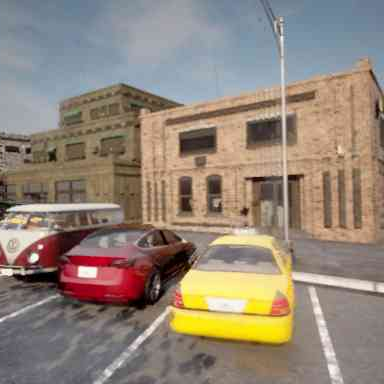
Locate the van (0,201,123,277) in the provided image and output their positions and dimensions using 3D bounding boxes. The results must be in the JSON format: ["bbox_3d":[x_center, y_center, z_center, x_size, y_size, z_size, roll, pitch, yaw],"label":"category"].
[{"bbox_3d":[-3.736,1.342,9.975,1.878,1.987,4.442,0,-1,15],"label":"van"}]

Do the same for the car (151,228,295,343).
[{"bbox_3d":[1.122,1.513,6.864,1.946,1.575,5.366,-1,-1,15],"label":"car"}]

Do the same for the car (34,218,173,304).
[{"bbox_3d":[-1.313,1.571,8.414,2.163,1.488,4.792,-1,-1,15],"label":"car"}]
